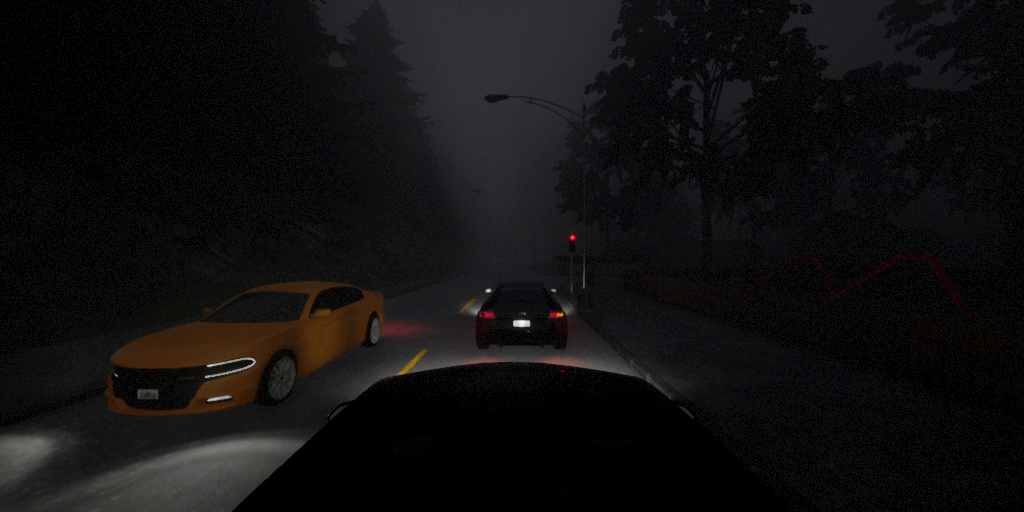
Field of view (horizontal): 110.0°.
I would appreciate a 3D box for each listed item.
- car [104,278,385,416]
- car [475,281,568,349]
[{"bbox_3d":[-3.976,1.228,6.469,1.882,1.535,5.008,0,1,1],"label":"car"},{"bbox_3d":[0.228,1.314,9.141,1.994,1.385,4.181,0,0,1],"label":"car"}]
